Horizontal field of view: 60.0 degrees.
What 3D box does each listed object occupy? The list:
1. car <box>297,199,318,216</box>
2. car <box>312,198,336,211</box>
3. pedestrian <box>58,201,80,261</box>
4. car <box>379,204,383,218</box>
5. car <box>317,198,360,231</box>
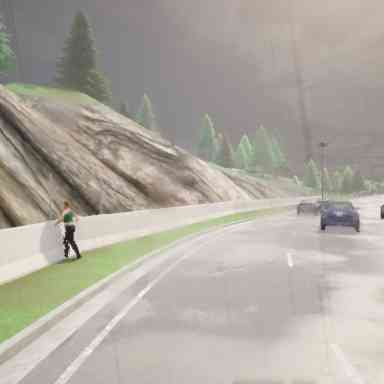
[{"bbox_3d":[11.648,1.490,32.812,2.128,1.511,4.902,0,0,29],"label":"car"},{"bbox_3d":[16.619,1.490,41.718,2.128,1.511,4.902,0,0,29],"label":"car"},{"bbox_3d":[-3.780,1.141,10.228,0.375,1.860,0.375,0,0,12],"label":"pedestrian"},{"bbox_3d":[17.722,1.546,29.380,2.033,1.411,5.357,0,0,29],"label":"car"},{"bbox_3d":[9.376,1.351,20.962,2.097,1.767,4.553,0,0,26],"label":"car"}]
